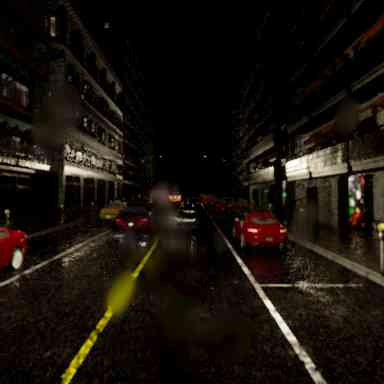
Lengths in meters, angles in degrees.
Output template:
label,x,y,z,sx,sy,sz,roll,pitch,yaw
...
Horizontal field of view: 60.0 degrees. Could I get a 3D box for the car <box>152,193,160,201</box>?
label,x,y,z,sx,sy,sz,roll,pitch,yaw
car,-5.630,1.240,42.120,2.008,1.369,4.403,1,0,0

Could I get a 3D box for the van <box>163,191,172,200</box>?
label,x,y,z,sx,sy,sz,roll,pitch,yaw
van,-5.615,0.781,76.296,1.690,1.788,3.998,1,0,0

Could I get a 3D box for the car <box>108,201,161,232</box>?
label,x,y,z,sx,sy,sz,roll,pitch,yaw
car,-3.094,1.424,18.767,1.994,1.385,4.181,0,0,0

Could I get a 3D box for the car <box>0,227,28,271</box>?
label,x,y,z,sx,sy,sz,roll,pitch,yaw
car,-5.676,1.485,7.944,1.887,1.381,4.507,1,0,0

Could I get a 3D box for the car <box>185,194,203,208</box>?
label,x,y,z,sx,sy,sz,roll,pitch,yaw
car,0.114,1.293,41.763,1.895,1.301,4.718,0,0,0

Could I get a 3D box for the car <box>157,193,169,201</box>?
label,x,y,z,sx,sy,sz,roll,pitch,yaw
car,-5.620,0.963,64.905,1.967,1.590,4.097,1,0,0

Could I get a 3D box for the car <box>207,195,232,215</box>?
label,x,y,z,sx,sy,sz,roll,pitch,yaw
car,2.713,1.317,30.787,1.887,1.381,4.507,1,0,0

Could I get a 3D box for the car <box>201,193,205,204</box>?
label,x,y,z,sx,sy,sz,roll,pitch,yaw
car,2.721,1.151,53.572,1.887,1.381,4.507,1,0,0

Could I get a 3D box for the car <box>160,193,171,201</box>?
label,x,y,z,sx,sy,sz,roll,pitch,yaw
car,-5.621,1.032,70.602,2.008,1.369,4.403,1,0,0

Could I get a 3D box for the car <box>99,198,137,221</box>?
label,x,y,z,sx,sy,sz,roll,pitch,yaw
car,-5.643,1.341,24.861,1.752,1.417,4.829,1,0,0

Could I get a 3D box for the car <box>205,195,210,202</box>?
label,x,y,z,sx,sy,sz,roll,pitch,yaw
car,2.715,1.275,36.483,1.887,1.381,4.507,1,0,0

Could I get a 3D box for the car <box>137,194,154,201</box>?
label,x,y,z,sx,sy,sz,roll,pitch,yaw
car,-5.632,1.276,36.425,1.887,1.381,4.507,1,0,0

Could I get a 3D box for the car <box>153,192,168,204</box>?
label,x,y,z,sx,sy,sz,roll,pitch,yaw
car,-5.622,0.921,53.512,2.192,1.841,5.009,1,0,0

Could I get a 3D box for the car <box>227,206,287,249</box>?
label,x,y,z,sx,sy,sz,roll,pitch,yaw
car,2.707,1.480,13.699,1.802,1.307,4.206,1,0,0

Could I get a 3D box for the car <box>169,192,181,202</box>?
label,x,y,z,sx,sy,sz,roll,pitch,yaw
car,-3.025,0.909,60.222,2.097,1.767,4.553,0,0,1
